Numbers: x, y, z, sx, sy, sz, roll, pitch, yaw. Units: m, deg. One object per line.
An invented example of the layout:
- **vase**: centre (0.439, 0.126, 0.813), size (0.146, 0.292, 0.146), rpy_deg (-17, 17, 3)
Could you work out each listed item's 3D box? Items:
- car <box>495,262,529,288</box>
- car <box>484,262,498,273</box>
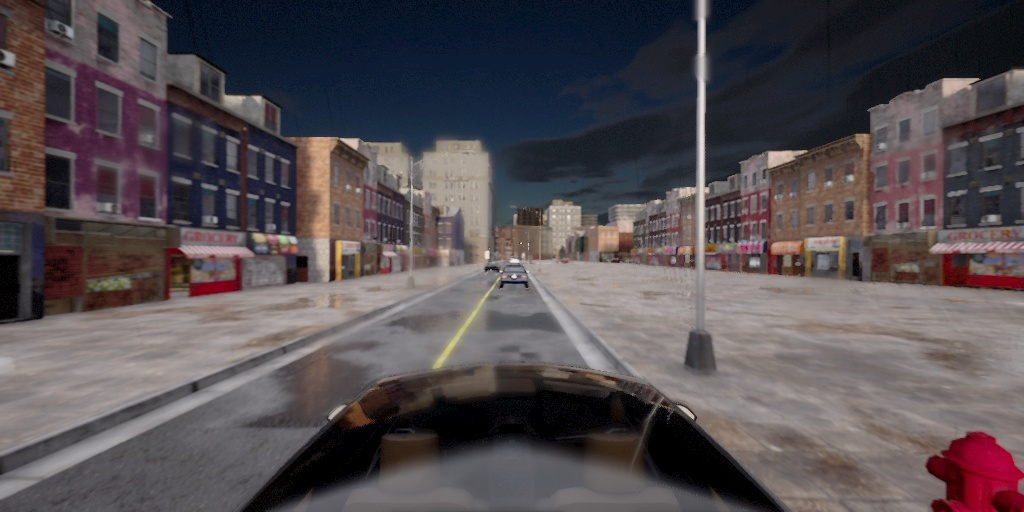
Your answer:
- **car**: centre (0.158, 1.314, 24.312), size (2.033, 1.411, 5.357), rpy_deg (0, 0, 0)
- **car**: centre (-2.436, 1.388, 44.326), size (1.895, 1.301, 4.718), rpy_deg (0, 0, 0)
